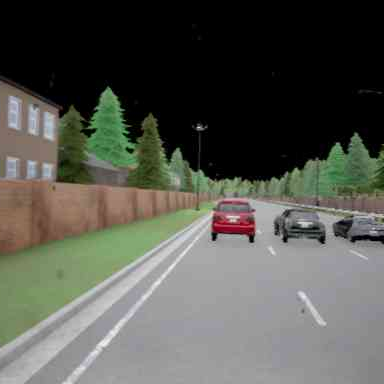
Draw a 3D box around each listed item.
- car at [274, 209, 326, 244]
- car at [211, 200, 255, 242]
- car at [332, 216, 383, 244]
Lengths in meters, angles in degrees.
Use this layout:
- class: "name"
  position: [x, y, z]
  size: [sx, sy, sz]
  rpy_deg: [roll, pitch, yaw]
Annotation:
- class: "car"
  position: [5.814, 1.700, 18.380]
  size: [2.097, 1.767, 4.553]
  rpy_deg: [2, -1, 7]
- class: "car"
  position: [2.274, 1.460, 18.233]
  size: [2.150, 2.045, 5.566]
  rpy_deg: [2, -1, 7]
- class: "car"
  position: [9.380, 2.023, 18.729]
  size: [1.994, 1.385, 4.181]
  rpy_deg: [2, -1, 7]
